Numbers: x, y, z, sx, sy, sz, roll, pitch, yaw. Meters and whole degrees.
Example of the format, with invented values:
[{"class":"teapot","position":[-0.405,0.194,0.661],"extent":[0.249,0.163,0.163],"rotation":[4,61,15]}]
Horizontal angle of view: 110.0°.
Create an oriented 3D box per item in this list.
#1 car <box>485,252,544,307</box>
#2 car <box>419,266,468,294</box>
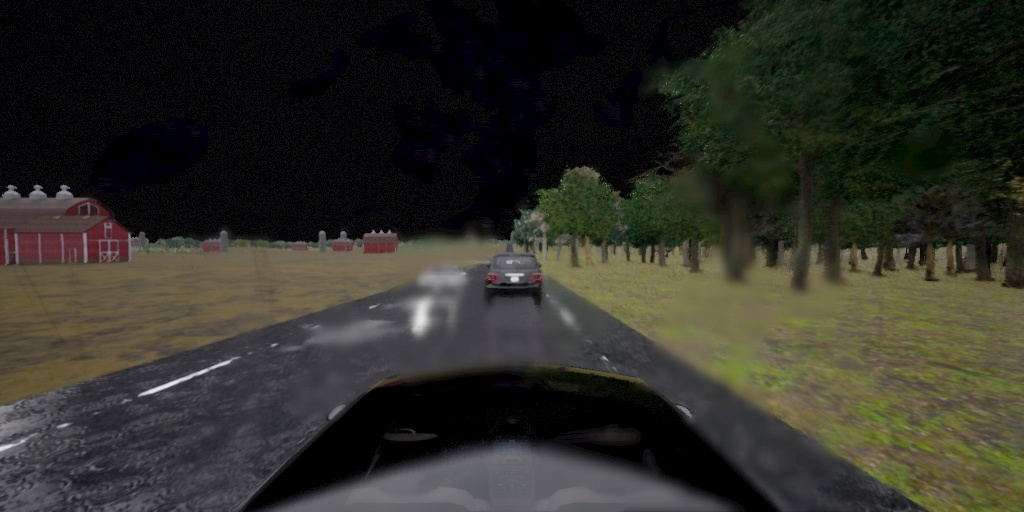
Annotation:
[{"class":"car","position":[0.093,0.876,14.971],"extent":[2.150,2.045,5.566],"rotation":[0,0,0]},{"class":"car","position":[-3.586,1.221,19.417],"extent":[1.895,1.301,4.718],"rotation":[0,0,0]}]
